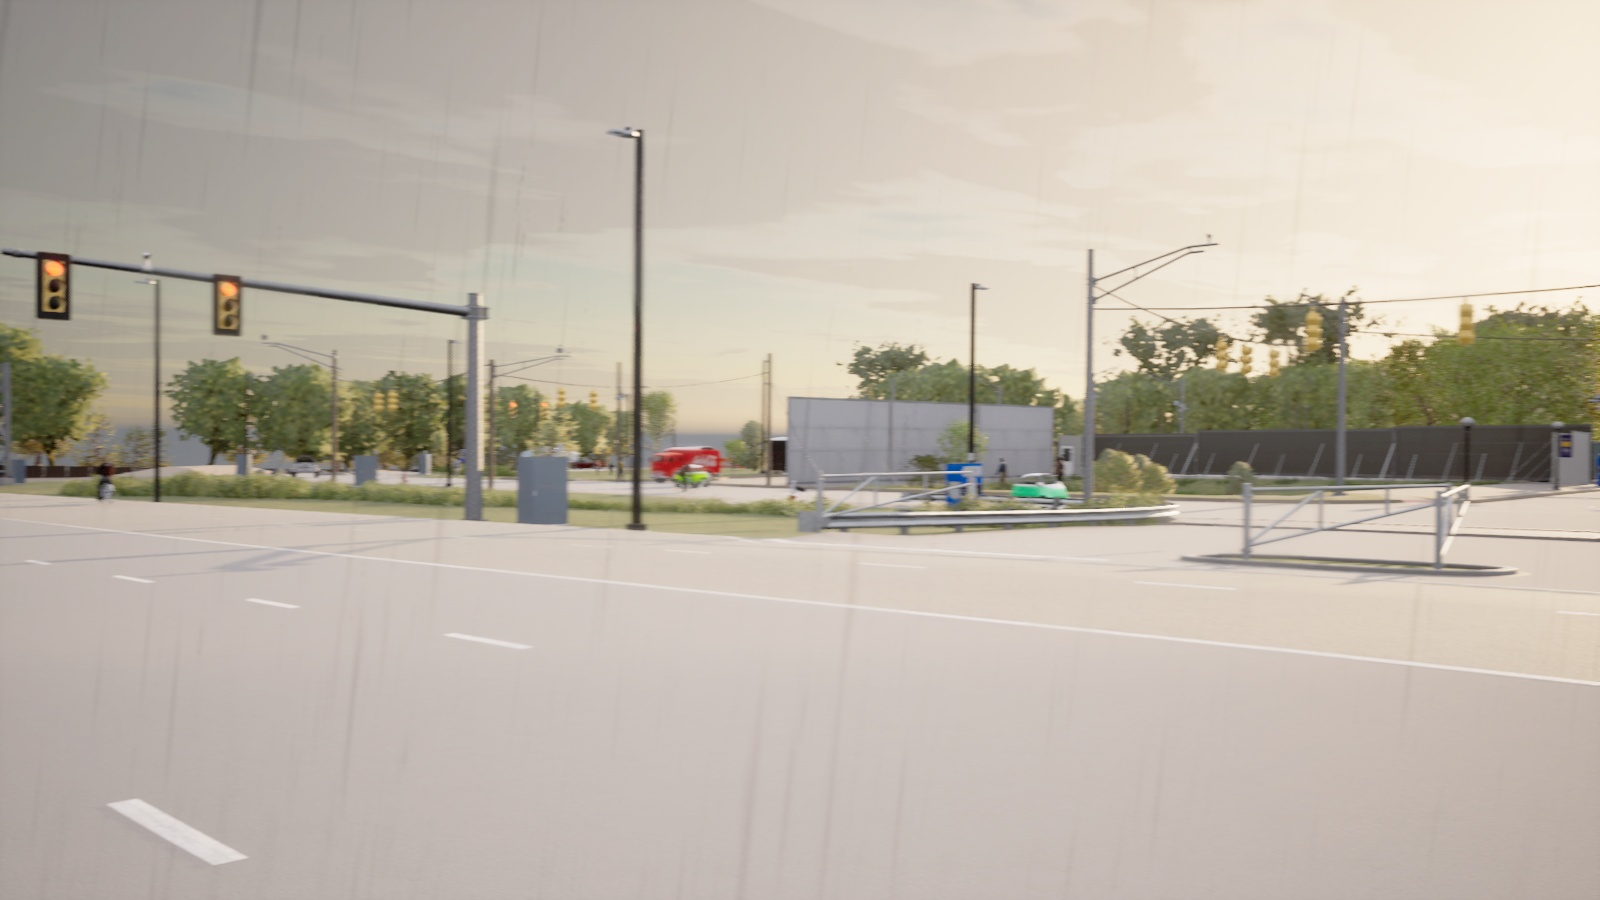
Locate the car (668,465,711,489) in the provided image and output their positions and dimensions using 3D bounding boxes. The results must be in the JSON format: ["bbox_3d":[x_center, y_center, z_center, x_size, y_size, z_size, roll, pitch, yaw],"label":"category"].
[{"bbox_3d":[-6.690,1.599,75.861,1.481,1.376,2.207,0,1,-45],"label":"car"}]

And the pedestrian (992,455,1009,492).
[{"bbox_3d":[10.697,1.226,67.082,0.423,1.949,0.788,0,1,-44],"label":"pedestrian"}]

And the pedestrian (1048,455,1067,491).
[{"bbox_3d":[13.165,1.166,64.184,0.869,1.805,0.328,1,1,44],"label":"pedestrian"}]

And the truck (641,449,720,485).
[{"bbox_3d":[-8.547,1.208,90.485,2.627,2.467,5.204,1,0,43],"label":"truck"}]

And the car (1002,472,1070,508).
[{"bbox_3d":[9.364,1.563,49.885,1.481,1.376,2.207,0,0,-45],"label":"car"}]
